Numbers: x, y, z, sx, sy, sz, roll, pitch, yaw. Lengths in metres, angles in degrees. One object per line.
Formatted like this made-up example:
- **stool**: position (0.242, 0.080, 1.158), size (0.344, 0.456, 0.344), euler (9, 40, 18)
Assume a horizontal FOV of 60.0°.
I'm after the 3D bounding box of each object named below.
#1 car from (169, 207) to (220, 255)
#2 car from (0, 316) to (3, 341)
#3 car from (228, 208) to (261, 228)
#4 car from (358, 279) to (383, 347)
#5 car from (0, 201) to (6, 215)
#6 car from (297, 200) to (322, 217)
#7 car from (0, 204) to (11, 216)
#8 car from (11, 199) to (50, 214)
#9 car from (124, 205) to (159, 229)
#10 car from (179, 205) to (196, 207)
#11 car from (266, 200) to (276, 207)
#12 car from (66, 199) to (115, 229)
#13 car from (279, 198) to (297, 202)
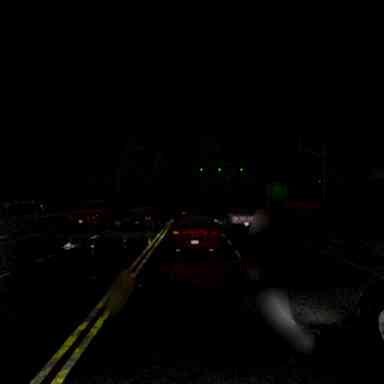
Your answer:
- **car**: position (0.101, 1.607, 13.993), size (1.882, 1.535, 5.008), euler (0, 0, 0)
- **car**: position (-3.597, 1.591, 2.866), size (1.994, 1.385, 4.181), euler (0, -1, 0)
- **car**: position (3.689, 1.825, 24.265), size (1.895, 1.301, 4.718), euler (0, -1, 1)
- **car**: position (4.037, 1.539, 3.491), size (1.837, 1.490, 4.892), euler (-2, 0, -16)
- **car**: position (-23.907, 1.826, 37.225), size (4.902, 1.511, 2.128), euler (0, -1, -2)
- **car**: position (13.958, 1.673, 34.877), size (4.553, 1.767, 2.097), euler (0, 0, -6)
- **car**: position (-22.036, 1.529, 33.781), size (5.566, 2.045, 2.150), euler (0, -1, -2)
- **car**: position (-20.000, 1.723, 40.847), size (4.553, 1.767, 2.097), euler (0, -1, -2)
- **car**: position (-3.496, 1.706, 23.629), size (1.882, 1.535, 5.008), euler (0, -1, 0)
- **car**: position (-0.420, 1.821, 29.669), size (2.033, 1.411, 5.357), euler (0, 0, -8)
- **car**: position (14.832, 1.868, 56.119), size (4.553, 1.767, 2.097), euler (0, -1, -2)
- **car**: position (-6.996, 1.519, 23.659), size (2.150, 2.045, 5.566), euler (0, -1, 0)
- **car**: position (15.780, 1.930, 49.149), size (5.008, 1.535, 1.882), euler (0, -1, -2)
